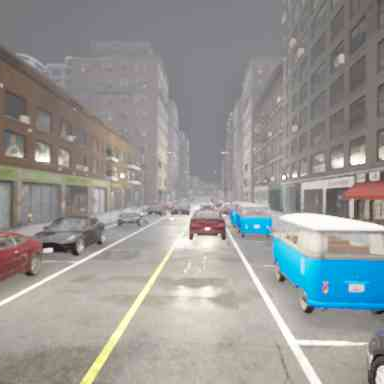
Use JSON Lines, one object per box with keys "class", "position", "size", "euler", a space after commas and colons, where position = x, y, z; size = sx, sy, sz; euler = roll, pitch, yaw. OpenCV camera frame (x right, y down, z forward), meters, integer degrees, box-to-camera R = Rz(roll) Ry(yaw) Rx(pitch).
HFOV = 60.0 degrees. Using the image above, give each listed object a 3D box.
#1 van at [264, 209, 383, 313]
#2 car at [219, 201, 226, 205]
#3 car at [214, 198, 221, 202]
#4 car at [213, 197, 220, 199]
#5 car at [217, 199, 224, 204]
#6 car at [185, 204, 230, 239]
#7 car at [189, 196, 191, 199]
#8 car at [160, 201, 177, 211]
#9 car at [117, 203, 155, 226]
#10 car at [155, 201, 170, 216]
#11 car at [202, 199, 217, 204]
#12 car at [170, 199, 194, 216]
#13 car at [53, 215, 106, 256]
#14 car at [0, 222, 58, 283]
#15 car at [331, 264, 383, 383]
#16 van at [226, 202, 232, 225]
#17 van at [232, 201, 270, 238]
{"class": "van", "position": [2.922, 1.445, 7.583], "size": [1.690, 1.788, 3.998], "euler": [1, -1, 3]}
{"class": "car", "position": [4.169, 1.969, 35.963], "size": [1.802, 1.307, 4.206], "euler": [1, -1, 3]}
{"class": "car", "position": [5.168, 2.156, 58.670], "size": [1.887, 1.381, 4.507], "euler": [1, -1, 3]}
{"class": "car", "position": [5.419, 2.107, 64.348], "size": [1.967, 1.590, 4.097], "euler": [1, -1, 3]}
{"class": "car", "position": [4.427, 1.970, 41.810], "size": [1.752, 1.417, 4.829], "euler": [1, -1, 3]}
{"class": "car", "position": [0.864, 1.667, 18.626], "size": [1.882, 1.535, 5.008], "euler": [1, -1, 3]}
{"class": "car", "position": [-1.848, 2.197, 81.730], "size": [1.967, 1.590, 4.097], "euler": [1, -1, 3]}
{"class": "car", "position": [-3.348, 1.968, 47.670], "size": [1.887, 1.381, 4.507], "euler": [1, -1, 3]}
{"class": "car", "position": [-4.347, 1.749, 24.964], "size": [2.008, 1.369, 4.403], "euler": [1, -1, 3]}
{"class": "car", "position": [-3.848, 1.877, 36.316], "size": [1.947, 1.339, 4.313], "euler": [1, -1, 3]}
{"class": "car", "position": [2.059, 2.060, 45.869], "size": [1.895, 1.301, 4.718], "euler": [1, -1, 2]}
{"class": "car", "position": [-1.171, 1.860, 37.133], "size": [1.882, 1.535, 5.008], "euler": [1, -1, 3]}
{"class": "car", "position": [-4.847, 1.651, 13.611], "size": [1.947, 1.339, 4.313], "euler": [1, -1, 3]}
{"class": "car", "position": [-5.097, 1.610, 7.934], "size": [1.802, 1.307, 4.206], "euler": [1, -1, 3]}
{"class": "car", "position": [2.670, 1.597, 1.904], "size": [2.008, 1.369, 4.403], "euler": [1, -1, 3]}
{"class": "van", "position": [3.672, 1.616, 24.613], "size": [1.690, 1.788, 3.998], "euler": [1, -1, 3]}
{"class": "van", "position": [3.422, 1.559, 18.936], "size": [1.690, 1.788, 3.998], "euler": [1, -1, 3]}
